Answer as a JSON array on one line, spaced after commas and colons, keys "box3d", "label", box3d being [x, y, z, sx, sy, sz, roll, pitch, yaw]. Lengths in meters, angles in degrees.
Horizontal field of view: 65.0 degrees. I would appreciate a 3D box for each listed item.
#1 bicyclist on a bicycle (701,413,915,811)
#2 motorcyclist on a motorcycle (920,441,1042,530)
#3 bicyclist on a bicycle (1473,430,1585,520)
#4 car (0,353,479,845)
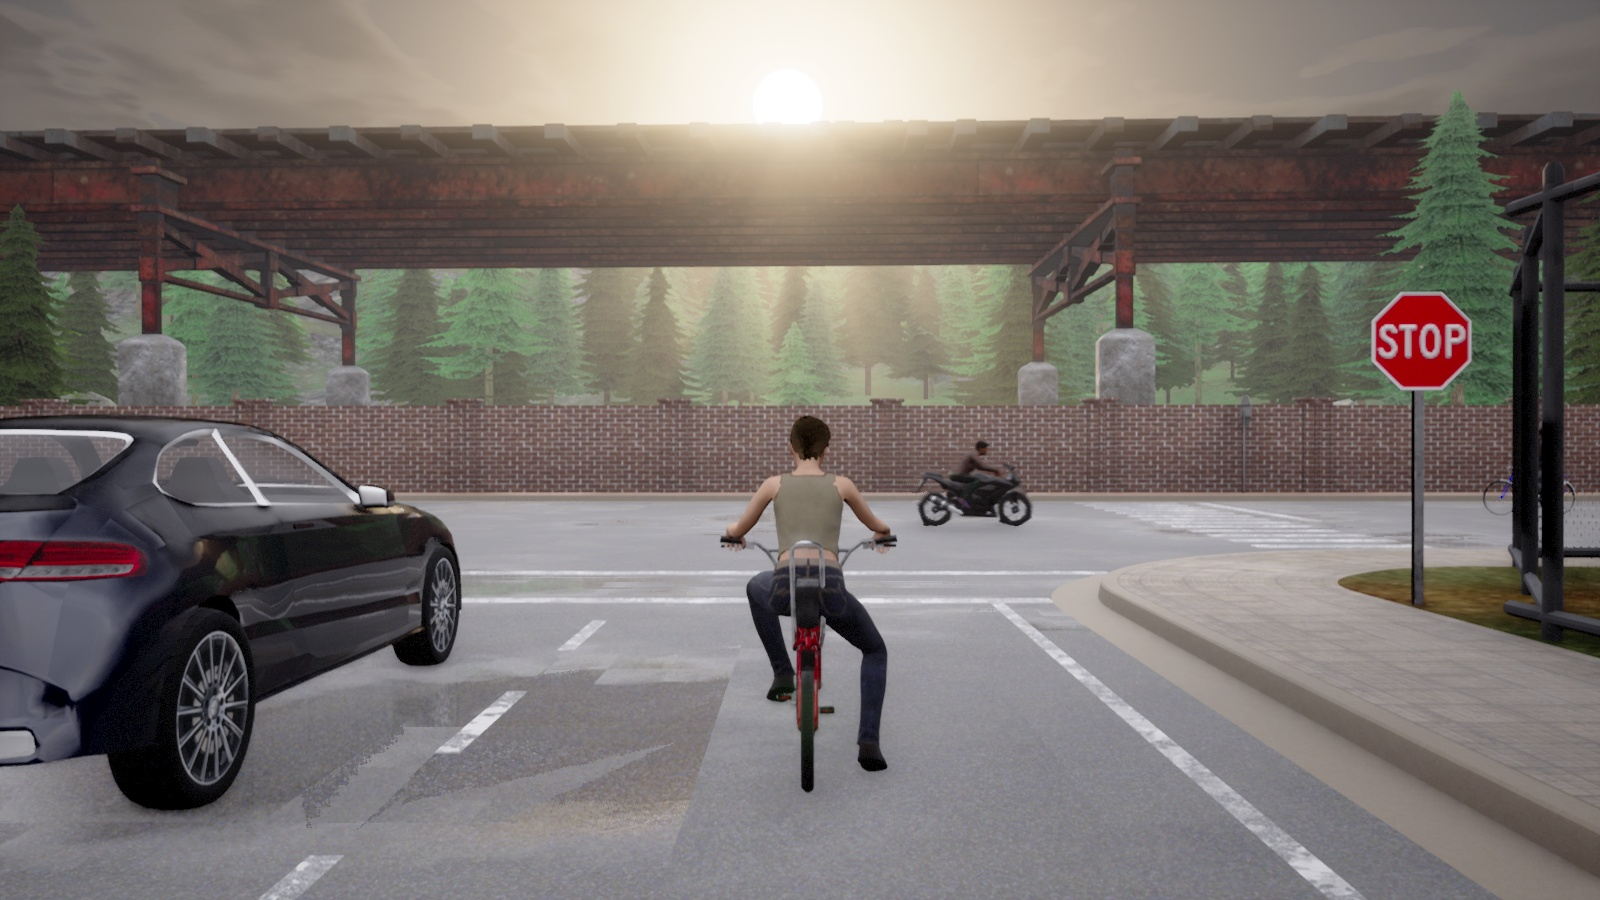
[{"box3d": [0.039, 0.651, 5.844, 0.866, 1.612, 1.509, 0, 0, 1], "label": "bicyclist on a bicycle"}, {"box3d": [3.148, 0.609, 22.007, 2.044, 1.523, 0.797, 0, 0, 1], "label": "motorcyclist on a motorcycle"}, {"box3d": [14.664, 0.489, 25.282, 1.843, 1.776, 0.659, 0, 0, 1], "label": "bicyclist on a bicycle"}, {"box3d": [-3.448, 0.485, 6.731, 2.152, 1.651, 5.027, 0, 0, 0], "label": "car"}]
